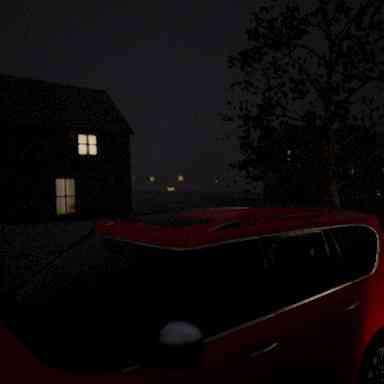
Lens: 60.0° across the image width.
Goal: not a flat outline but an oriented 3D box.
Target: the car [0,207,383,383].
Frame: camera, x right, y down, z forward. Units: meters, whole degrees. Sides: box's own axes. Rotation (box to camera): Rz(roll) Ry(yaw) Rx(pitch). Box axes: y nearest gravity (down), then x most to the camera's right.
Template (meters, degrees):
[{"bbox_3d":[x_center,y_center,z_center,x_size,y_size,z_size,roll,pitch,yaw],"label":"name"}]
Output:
[{"bbox_3d":[-0.084,1.213,3.019,5.566,2.045,2.150,0,0,-37],"label":"car"}]
